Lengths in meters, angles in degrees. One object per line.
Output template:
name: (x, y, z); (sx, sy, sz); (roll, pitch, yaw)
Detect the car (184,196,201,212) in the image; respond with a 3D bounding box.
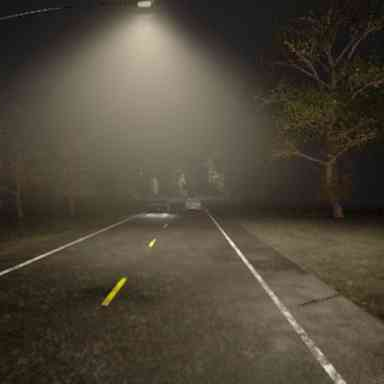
car: (0.094, 1.539, 39.553); (1.812, 1.442, 4.674); (0, 0, 0)

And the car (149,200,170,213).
car: (-3.509, 1.580, 36.406); (1.994, 1.385, 4.181); (0, 0, 0)

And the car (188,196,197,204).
car: (0.093, 1.525, 65.679); (1.837, 1.490, 4.892); (0, 0, 0)
